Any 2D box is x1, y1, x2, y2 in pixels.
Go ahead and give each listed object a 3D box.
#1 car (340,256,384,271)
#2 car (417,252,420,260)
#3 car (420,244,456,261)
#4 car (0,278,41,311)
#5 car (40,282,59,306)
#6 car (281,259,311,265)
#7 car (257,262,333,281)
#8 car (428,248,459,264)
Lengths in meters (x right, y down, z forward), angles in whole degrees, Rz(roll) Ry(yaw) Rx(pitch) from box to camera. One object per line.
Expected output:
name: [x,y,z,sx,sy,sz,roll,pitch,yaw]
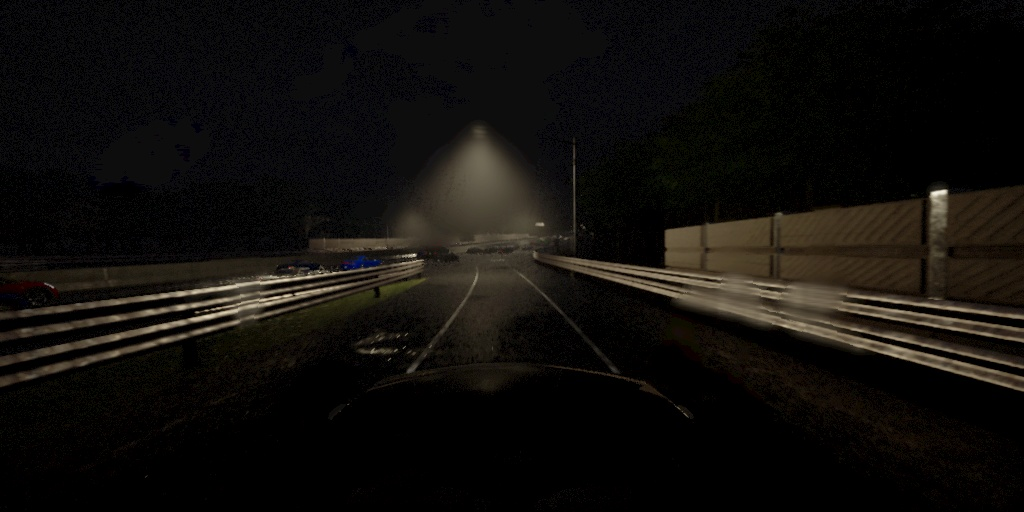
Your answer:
car: [-14.863,0.746,35.814,1.882,1.535,5.008,0,3,15]
car: [-13.175,-0.220,55.996,1.812,1.442,4.674,0,3,15]
car: [-10.595,-0.344,52.062,2.150,2.045,5.566,0,3,15]
car: [-20.854,1.764,12.619,1.812,1.442,4.674,0,3,14]
car: [-23.661,1.511,15.771,2.097,1.767,4.553,0,3,14]
car: [-19.263,1.002,32.806,1.994,1.385,4.181,0,3,15]
car: [-14.284,1.422,24.157,1.895,1.301,4.718,0,3,15]
car: [-8.436,0.199,46.538,2.128,1.511,4.902,0,3,15]
